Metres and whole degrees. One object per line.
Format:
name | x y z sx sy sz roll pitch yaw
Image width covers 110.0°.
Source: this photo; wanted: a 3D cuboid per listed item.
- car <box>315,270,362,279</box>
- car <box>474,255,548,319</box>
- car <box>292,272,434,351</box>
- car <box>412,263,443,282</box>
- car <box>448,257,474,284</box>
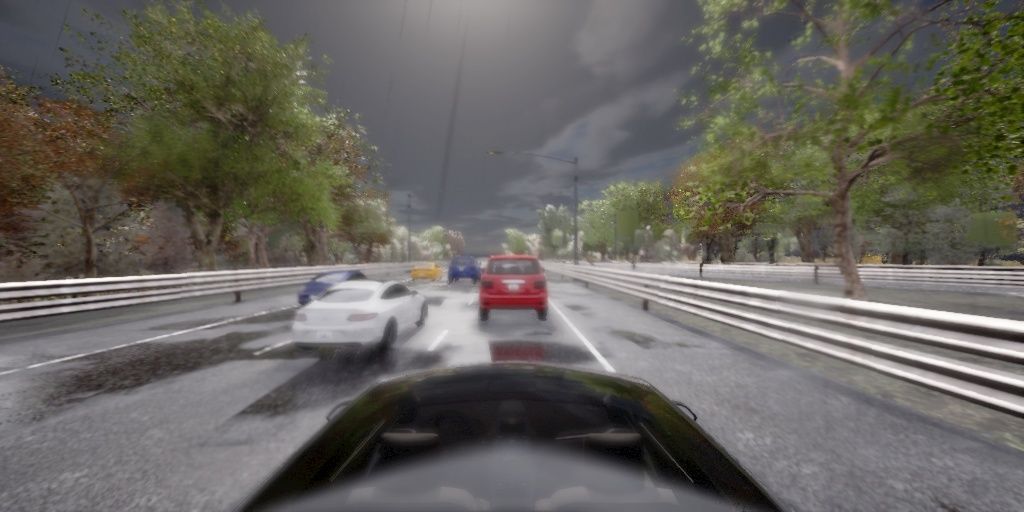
car | -6.972 1.320 14.985 1.812 1.442 4.674 0 0 0
car | 0.043 1.005 13.033 2.150 2.045 5.566 0 0 0
car | -3.457 1.298 8.925 1.812 1.442 4.674 0 0 0
car | -7.185 1.334 30.834 1.882 1.535 5.008 0 0 -1
car | -3.640 1.064 28.226 2.150 2.045 5.566 0 0 -1
